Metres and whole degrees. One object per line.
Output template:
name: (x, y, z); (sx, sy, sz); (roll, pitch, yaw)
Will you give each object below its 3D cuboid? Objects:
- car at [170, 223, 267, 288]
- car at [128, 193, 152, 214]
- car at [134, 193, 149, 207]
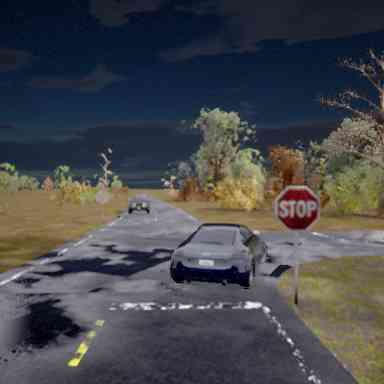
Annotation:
car: (0.908, 1.556, 9.407); (1.994, 1.385, 4.181); (0, 0, 17)
car: (-5.446, 1.189, 34.737); (2.150, 2.045, 5.566); (0, 0, -7)
car: (-7.993, 1.170, 52.949); (2.150, 2.045, 5.566); (0, 0, -8)
